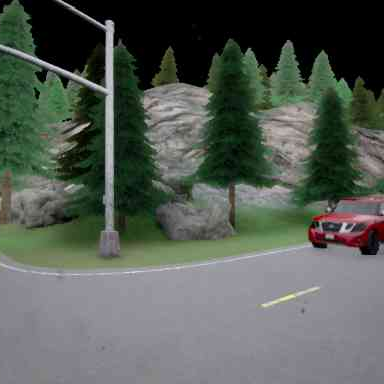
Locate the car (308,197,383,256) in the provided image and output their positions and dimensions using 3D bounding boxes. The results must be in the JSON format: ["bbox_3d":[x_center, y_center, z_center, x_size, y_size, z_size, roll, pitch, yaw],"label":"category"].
[{"bbox_3d":[7.018,1.230,13.530,5.566,2.045,2.150,0,0,-39],"label":"car"}]
